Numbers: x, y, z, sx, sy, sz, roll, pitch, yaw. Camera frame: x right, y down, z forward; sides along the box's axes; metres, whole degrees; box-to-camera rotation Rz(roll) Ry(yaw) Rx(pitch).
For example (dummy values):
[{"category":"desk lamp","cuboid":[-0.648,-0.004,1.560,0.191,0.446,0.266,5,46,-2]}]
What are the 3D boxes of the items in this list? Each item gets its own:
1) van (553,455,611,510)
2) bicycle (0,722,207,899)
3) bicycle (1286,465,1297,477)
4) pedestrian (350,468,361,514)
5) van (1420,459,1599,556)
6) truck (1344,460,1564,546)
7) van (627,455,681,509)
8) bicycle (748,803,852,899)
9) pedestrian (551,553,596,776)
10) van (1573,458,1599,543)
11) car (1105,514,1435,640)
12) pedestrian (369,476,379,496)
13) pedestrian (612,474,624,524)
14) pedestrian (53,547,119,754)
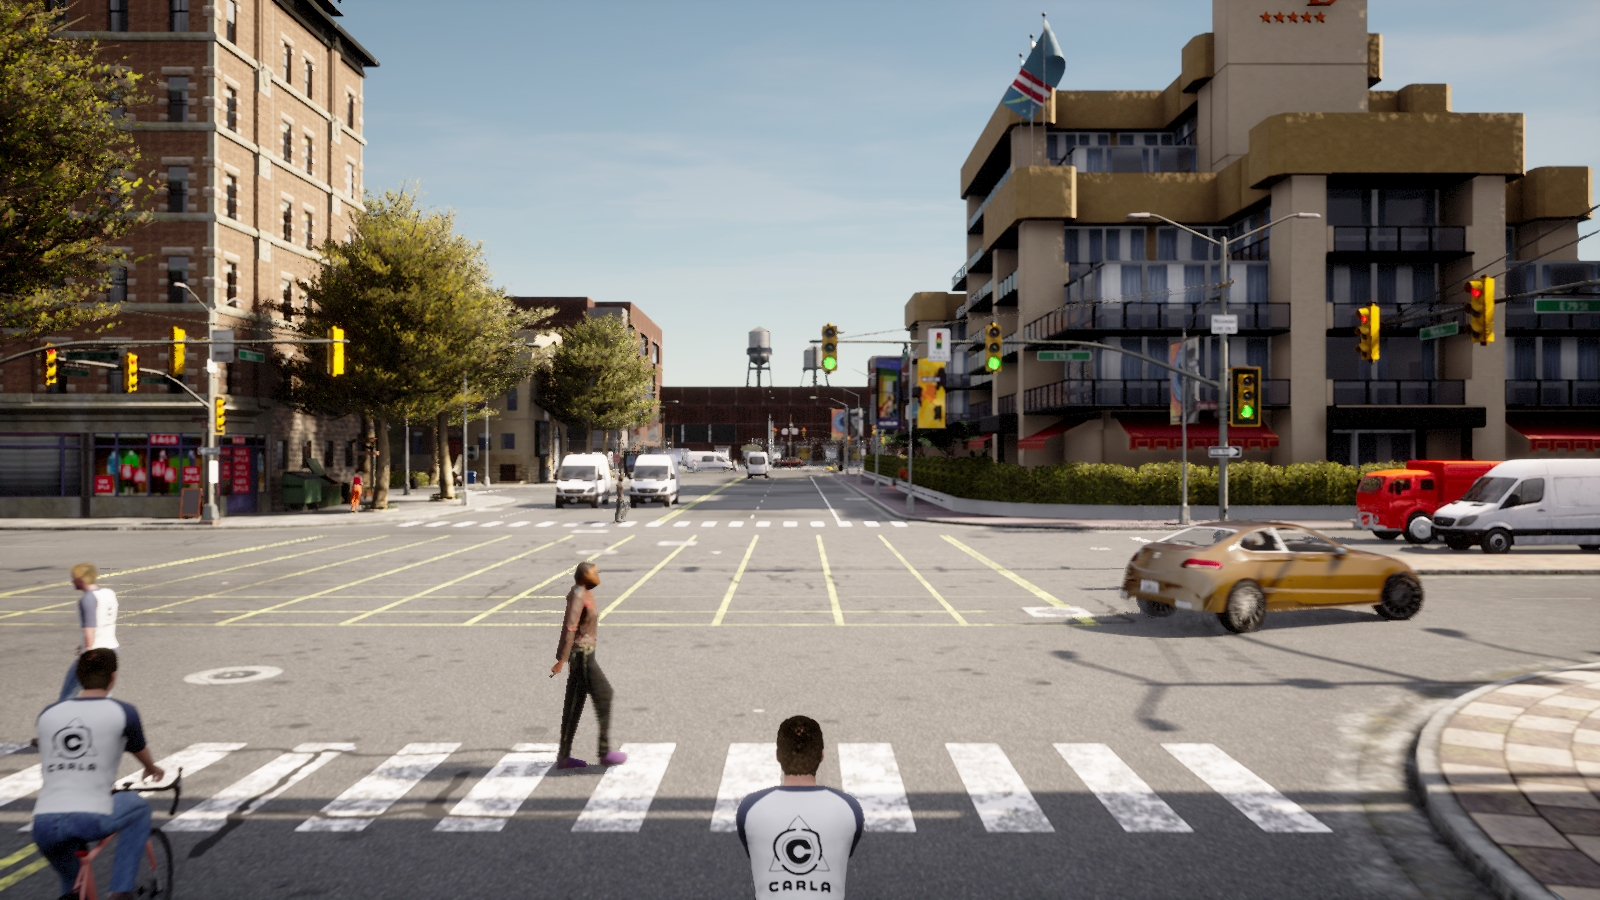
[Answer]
[{"category":"van","cuboid":[-10.748,1.528,56.729,1.988,2.561,5.915,0,0,-2]},{"category":"bicycle","cuboid":[-3.582,2.205,5.914,0.373,1.196,1.643,0,0,-8]},{"category":"bicycle","cuboid":[51.204,2.197,119.072,0.329,1.171,1.835,0,0,1]},{"category":"pedestrian","cuboid":[-18.432,1.691,47.375,0.375,1.860,0.375,0,0,-24]},{"category":"van","cuboid":[20.456,1.531,31.254,5.915,2.561,1.988,0,0,0]},{"category":"truck","cuboid":[19.773,1.564,34.761,5.204,2.467,2.627,0,0,0]},{"category":"van","cuboid":[-7.279,1.528,57.536,1.988,2.561,5.915,0,0,0]},{"category":"bicycle","cuboid":[-0.002,2.205,4.402,0.373,1.196,1.643,0,0,0]},{"category":"pedestrian","cuboid":[-1.964,1.848,9.942,0.375,1.860,0.375,0,0,-10]},{"category":"van","cuboid":[27.133,1.530,34.725,5.915,2.561,1.988,0,0,0]},{"category":"car","cuboid":[7.765,1.989,18.883,5.027,1.651,2.152,0,0,-23]},{"category":"pedestrian","cuboid":[-24.582,2.069,65.938,0.500,1.100,0.500,0,0,-13]},{"category":"pedestrian","cuboid":[-6.894,1.844,43.245,0.375,1.860,0.375,0,0,8]},{"category":"pedestrian","cuboid":[-6.639,1.847,10.629,0.375,1.860,0.375,0,0,1]}]
